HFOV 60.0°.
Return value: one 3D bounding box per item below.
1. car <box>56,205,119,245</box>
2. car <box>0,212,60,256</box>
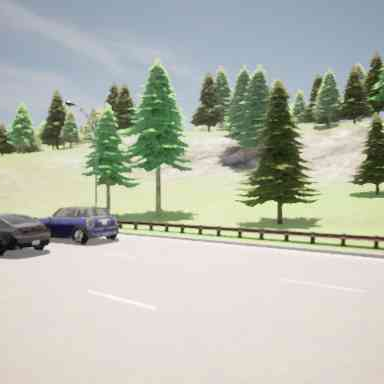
[{"bbox_3d":[-5.865,1.481,16.457,4.553,1.767,2.097,-1,0,31],"label":"car"},{"bbox_3d":[-7.877,1.638,13.571,4.892,1.490,1.837,0,0,30],"label":"car"}]
